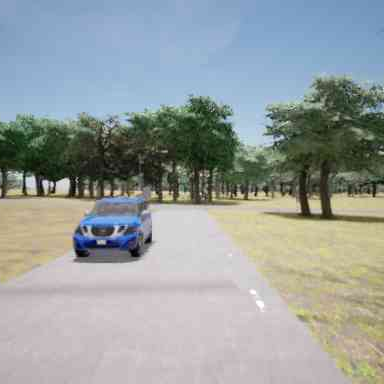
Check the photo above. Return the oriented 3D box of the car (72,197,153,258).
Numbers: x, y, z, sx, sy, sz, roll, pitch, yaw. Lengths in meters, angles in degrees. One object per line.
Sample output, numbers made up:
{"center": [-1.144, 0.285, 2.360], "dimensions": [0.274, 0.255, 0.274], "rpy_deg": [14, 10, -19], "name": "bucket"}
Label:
{"center": [-2.851, 1.249, 13.253], "dimensions": [2.150, 2.045, 5.566], "rpy_deg": [0, 0, 0], "name": "car"}
